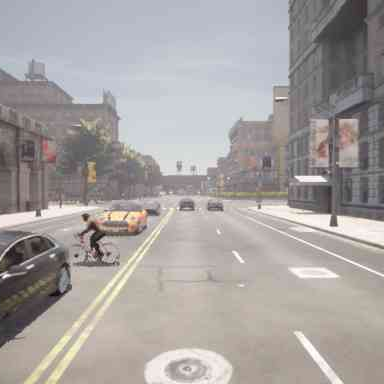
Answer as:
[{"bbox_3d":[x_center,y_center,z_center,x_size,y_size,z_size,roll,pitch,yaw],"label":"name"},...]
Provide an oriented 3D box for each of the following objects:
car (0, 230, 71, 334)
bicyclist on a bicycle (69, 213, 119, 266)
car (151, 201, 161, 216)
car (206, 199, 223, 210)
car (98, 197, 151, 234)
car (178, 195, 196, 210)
[{"bbox_3d":[-3.666,1.506,5.803,1.837,1.490,4.892,0,0,-1],"label":"car"},{"bbox_3d":[-3.060,1.455,10.177,1.656,1.620,0.582,-2,0,-1],"label":"bicyclist on a bicycle"},{"bbox_3d":[-4.062,1.548,32.457,2.033,1.411,5.357,0,0,-1],"label":"car"},{"bbox_3d":[2.858,1.547,42.174,2.033,1.411,5.357,0,0,-1],"label":"car"},{"bbox_3d":[-3.822,1.355,18.919,2.097,1.767,4.553,0,0,0],"label":"car"},{"bbox_3d":[-0.637,1.505,42.187,1.837,1.490,4.892,0,0,-1],"label":"car"}]
